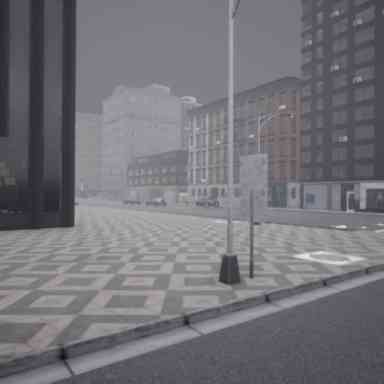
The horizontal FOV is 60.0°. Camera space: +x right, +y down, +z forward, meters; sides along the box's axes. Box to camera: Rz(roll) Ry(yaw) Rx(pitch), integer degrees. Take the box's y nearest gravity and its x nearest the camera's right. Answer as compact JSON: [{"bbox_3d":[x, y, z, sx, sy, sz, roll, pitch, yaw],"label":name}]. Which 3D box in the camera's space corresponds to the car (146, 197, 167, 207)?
[{"bbox_3d":[-5.860,1.610,54.318,1.812,1.442,4.674,1,0,-36],"label":"car"}]

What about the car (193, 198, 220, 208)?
[{"bbox_3d":[2.026,1.600,49.010,1.837,1.490,4.892,1,-1,-36],"label":"car"}]

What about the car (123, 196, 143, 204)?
[{"bbox_3d":[-12.239,1.623,68.905,2.128,1.511,4.902,1,0,-36],"label":"car"}]

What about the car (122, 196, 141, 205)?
[{"bbox_3d":[-11.309,1.699,61.858,1.895,1.301,4.718,1,0,-36],"label":"car"}]
